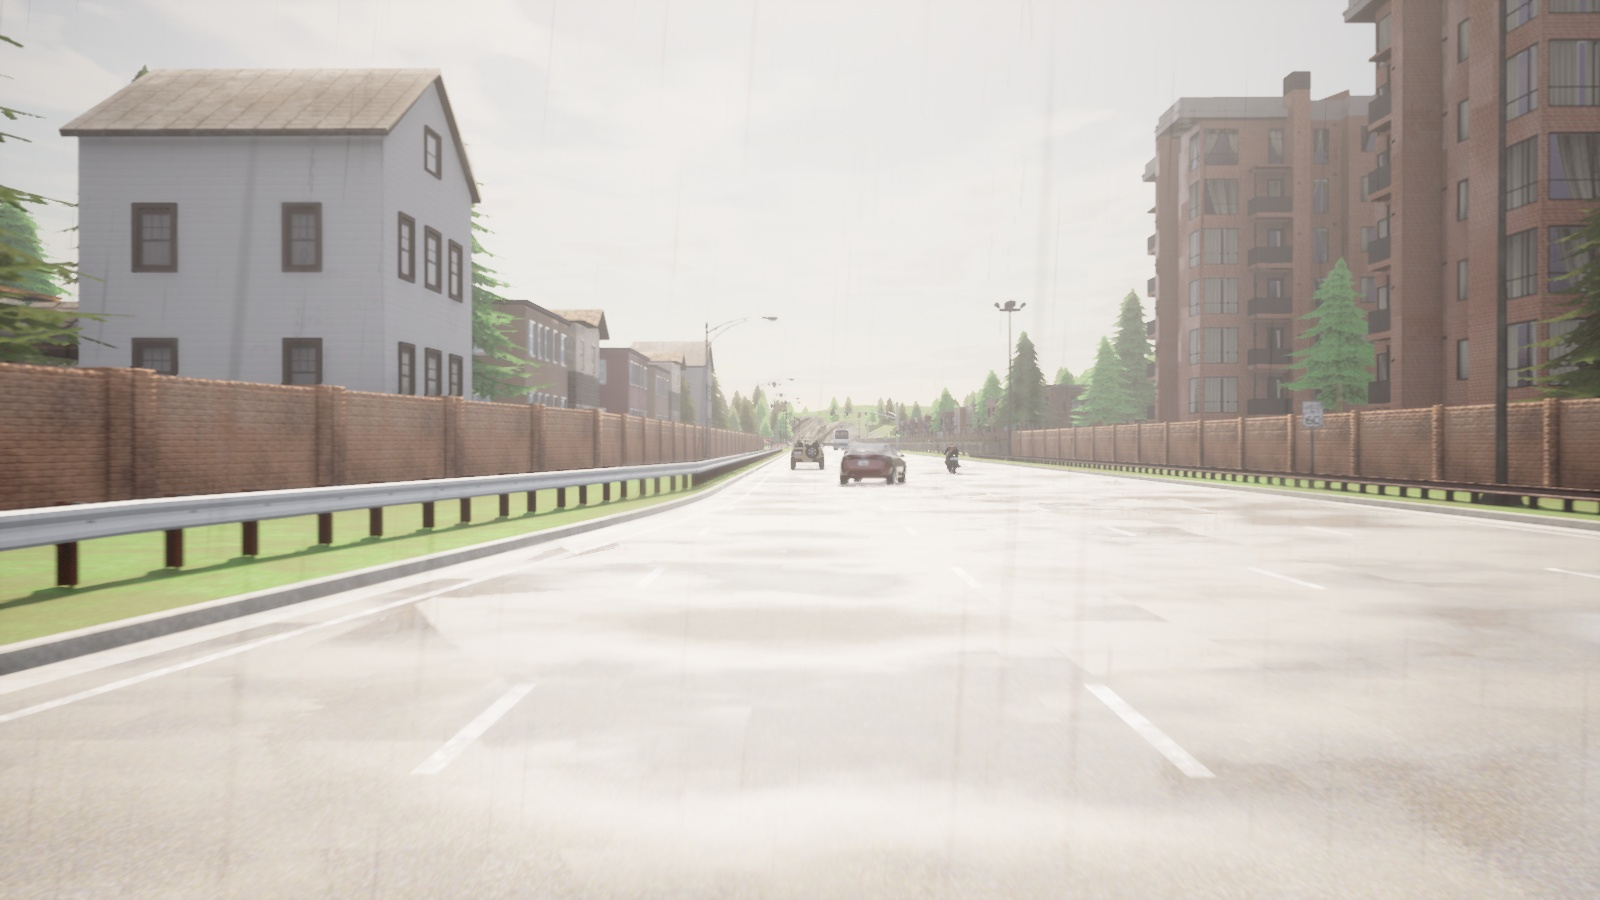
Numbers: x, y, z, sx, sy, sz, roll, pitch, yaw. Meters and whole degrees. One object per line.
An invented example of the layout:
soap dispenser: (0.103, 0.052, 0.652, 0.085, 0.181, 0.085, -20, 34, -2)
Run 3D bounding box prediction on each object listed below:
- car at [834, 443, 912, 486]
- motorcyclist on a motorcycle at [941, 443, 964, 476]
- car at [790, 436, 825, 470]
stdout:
car: (2.733, 0.491, 46.089, 2.163, 1.488, 4.792, 0, 0, 12)
motorcyclist on a motorcycle: (7.361, 0.447, 60.829, 0.866, 1.530, 2.191, 0, 0, 0)
car: (0.428, 0.156, 72.768, 1.932, 1.855, 4.605, 0, 0, 0)
